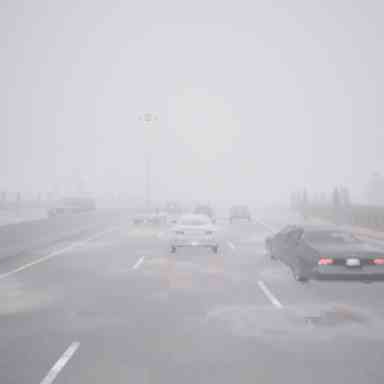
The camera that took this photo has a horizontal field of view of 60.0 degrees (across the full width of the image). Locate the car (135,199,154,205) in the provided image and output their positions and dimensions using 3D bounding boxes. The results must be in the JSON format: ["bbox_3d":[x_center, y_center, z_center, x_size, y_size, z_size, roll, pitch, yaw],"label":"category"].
[{"bbox_3d":[-8.748,2.091,61.722,2.128,1.511,4.902,-1,-1,22],"label":"car"}]

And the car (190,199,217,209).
[{"bbox_3d":[1.324,1.791,33.598,1.837,1.490,4.892,-1,-1,9],"label":"car"}]

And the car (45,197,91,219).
[{"bbox_3d":[-12.833,1.566,34.929,2.150,2.045,5.566,0,-1,9],"label":"car"}]

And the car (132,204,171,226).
[{"bbox_3d":[-3.158,1.836,25.800,1.895,1.301,4.718,0,0,5],"label":"car"}]

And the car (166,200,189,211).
[{"bbox_3d":[-1.740,1.680,37.356,2.097,1.767,4.553,0,-1,12],"label":"car"}]

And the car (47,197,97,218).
[{"bbox_3d":[-10.079,1.499,28.682,2.150,2.045,5.566,0,-1,5],"label":"car"}]

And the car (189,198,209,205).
[{"bbox_3d":[1.593,2.071,74.010,2.033,1.411,5.357,-1,-1,31],"label":"car"}]

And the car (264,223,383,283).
[{"bbox_3d":[3.591,1.632,9.932,2.033,1.411,5.357,0,-1,0],"label":"car"}]

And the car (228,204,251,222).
[{"bbox_3d":[4.187,1.789,29.141,2.033,1.411,5.357,0,0,7],"label":"car"}]

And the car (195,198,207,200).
[{"bbox_3d":[2.512,2.071,68.707,1.882,1.535,5.008,-1,-1,28],"label":"car"}]

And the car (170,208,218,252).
[{"bbox_3d":[0.090,1.657,14.402,1.812,1.442,4.674,0,-1,0],"label":"car"}]
